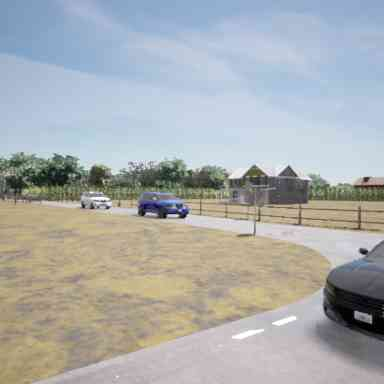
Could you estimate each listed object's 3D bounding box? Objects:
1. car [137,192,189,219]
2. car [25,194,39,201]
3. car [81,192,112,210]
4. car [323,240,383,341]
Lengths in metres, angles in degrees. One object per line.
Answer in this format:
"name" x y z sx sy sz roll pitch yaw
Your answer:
"car" -2.496 1.057 27.197 2.150 2.045 5.566 2 -1 -36
"car" -40.154 1.533 84.307 2.128 1.511 4.902 2 -2 -36
"car" -11.544 1.002 39.773 2.150 2.045 5.566 2 -1 -36
"car" 4.433 1.485 6.110 5.008 1.535 1.882 0 0 -35
